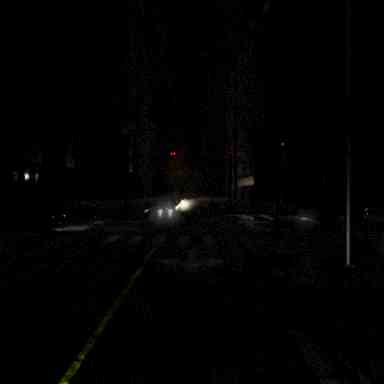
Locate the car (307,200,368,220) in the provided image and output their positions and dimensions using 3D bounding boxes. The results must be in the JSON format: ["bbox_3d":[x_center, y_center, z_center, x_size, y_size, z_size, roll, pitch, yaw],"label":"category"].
[{"bbox_3d":[12.169,1.525,27.452,4.181,1.385,1.994,0,0,0],"label":"car"}]

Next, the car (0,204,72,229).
[{"bbox_3d":[-10.250,1.564,20.510,4.718,1.301,1.895,0,0,5],"label":"car"}]

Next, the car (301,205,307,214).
[{"bbox_3d":[12.605,1.441,30.702,4.902,1.511,2.128,0,0,0],"label":"car"}]

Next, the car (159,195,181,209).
[{"bbox_3d":[-3.092,1.469,43.545,2.033,1.411,5.357,0,0,4],"label":"car"}]

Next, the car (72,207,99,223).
[{"bbox_3d":[-9.356,1.551,24.468,4.718,1.301,1.895,0,0,-5],"label":"car"}]

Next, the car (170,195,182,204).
[{"bbox_3d":[-3.066,1.378,63.511,2.128,1.511,4.902,0,0,0],"label":"car"}]

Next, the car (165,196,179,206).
[{"bbox_3d":[-3.106,1.382,53.349,1.882,1.535,5.008,0,0,0],"label":"car"}]
